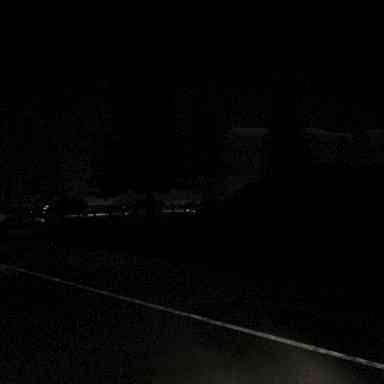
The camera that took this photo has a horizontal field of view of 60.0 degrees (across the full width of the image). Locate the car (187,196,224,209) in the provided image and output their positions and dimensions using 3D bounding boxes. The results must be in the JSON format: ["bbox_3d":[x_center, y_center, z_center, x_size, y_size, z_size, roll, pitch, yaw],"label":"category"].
[{"bbox_3d":[1.742,1.276,41.526,4.553,1.767,2.097,0,0,-35],"label":"car"}]

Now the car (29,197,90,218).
[{"bbox_3d":[-11.389,1.260,29.373,2.097,1.767,4.553,0,0,41],"label":"car"}]

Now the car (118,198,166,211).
[{"bbox_3d":[-5.935,1.448,39.885,5.357,1.411,2.033,0,0,-42],"label":"car"}]

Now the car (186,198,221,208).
[{"bbox_3d":[1.630,1.514,45.774,4.718,1.301,1.895,0,0,-35],"label":"car"}]

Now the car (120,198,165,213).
[{"bbox_3d":[-5.184,1.406,35.789,4.902,1.511,2.128,0,0,-42],"label":"car"}]
